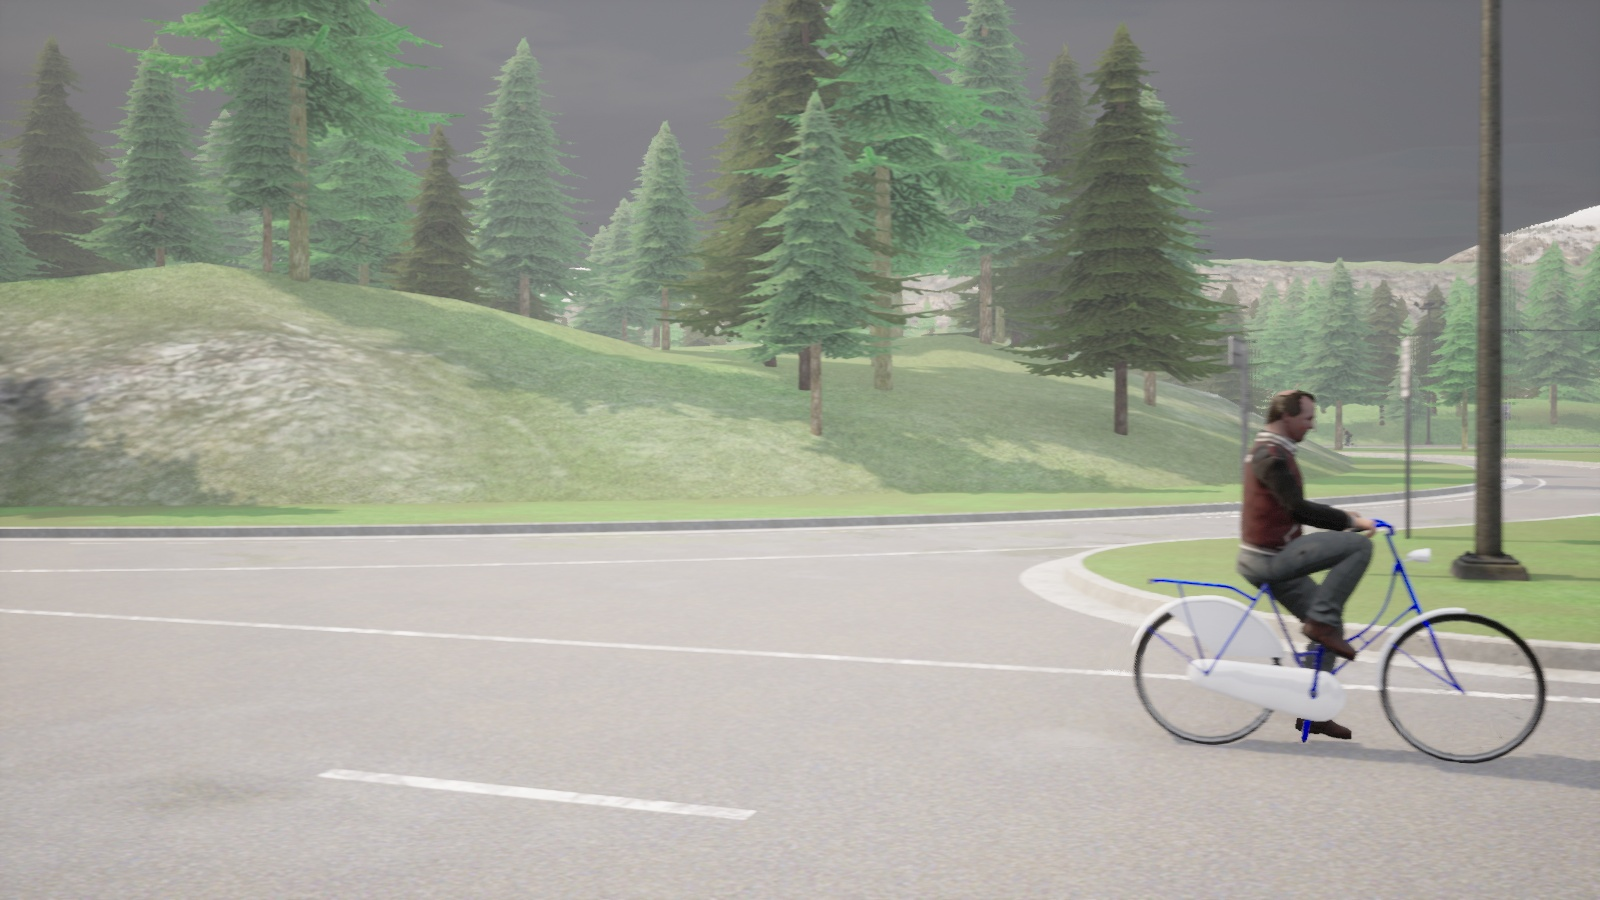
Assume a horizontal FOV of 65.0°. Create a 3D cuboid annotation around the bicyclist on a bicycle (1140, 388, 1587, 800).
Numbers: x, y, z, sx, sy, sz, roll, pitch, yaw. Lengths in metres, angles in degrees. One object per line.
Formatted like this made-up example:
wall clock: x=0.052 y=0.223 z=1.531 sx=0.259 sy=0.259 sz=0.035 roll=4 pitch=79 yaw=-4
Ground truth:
bicyclist on a bicycle: x=2.605 y=0.611 z=6.007 sx=1.843 sy=1.776 sz=0.659 roll=0 pitch=1 yaw=19
